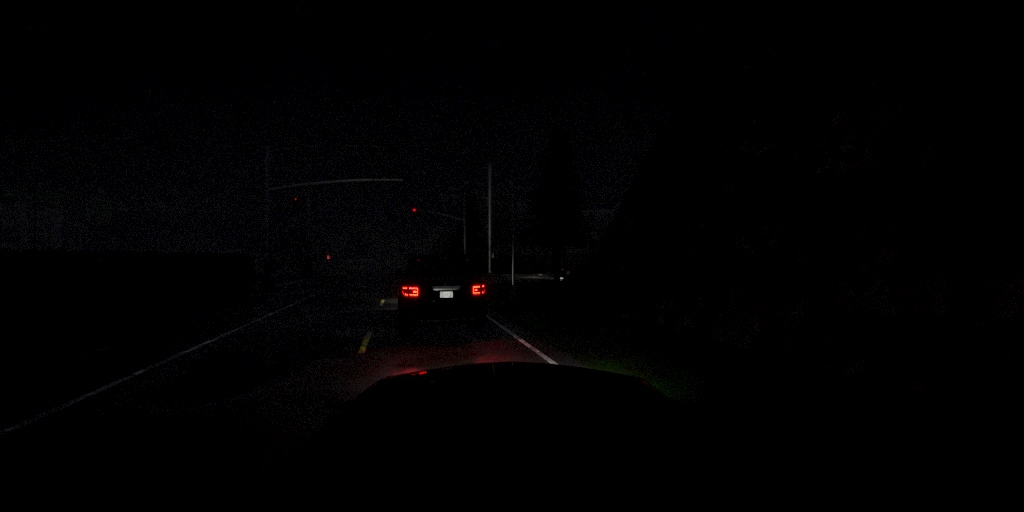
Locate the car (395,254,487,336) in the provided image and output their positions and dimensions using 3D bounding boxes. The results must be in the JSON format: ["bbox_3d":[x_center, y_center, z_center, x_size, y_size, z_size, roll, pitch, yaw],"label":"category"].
[{"bbox_3d":[-2.256,0.971,10.740,2.150,2.045,5.566,0,0,-17],"label":"car"}]

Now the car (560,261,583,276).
[{"bbox_3d":[6.571,1.228,35.306,5.008,1.535,1.882,0,0,-19],"label":"car"}]
